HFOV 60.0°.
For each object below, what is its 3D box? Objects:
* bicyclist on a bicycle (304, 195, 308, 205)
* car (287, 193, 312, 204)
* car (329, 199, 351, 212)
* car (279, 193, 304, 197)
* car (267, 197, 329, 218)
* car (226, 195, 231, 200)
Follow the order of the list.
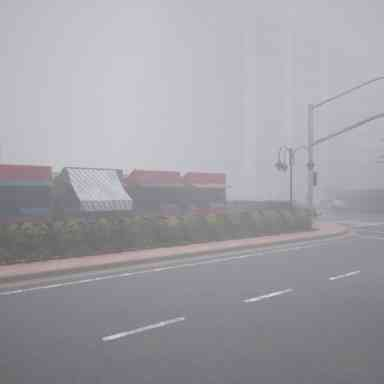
[{"bbox_3d":[15.563,1.246,44.947,1.656,1.620,0.582,0,0,-36],"label":"bicyclist on a bicycle"},{"bbox_3d":[19.031,1.114,59.142,1.905,1.878,3.866,0,0,-36],"label":"car"},{"bbox_3d":[15.228,1.470,37.094,1.812,1.442,4.674,0,0,-35],"label":"car"},{"bbox_3d":[16.640,1.114,57.430,1.905,1.878,3.866,0,0,-36],"label":"car"},{"bbox_3d":[8.538,1.436,28.249,2.128,1.511,4.902,0,0,-36],"label":"car"},{"bbox_3d":[2.755,1.166,36.235,2.150,2.045,5.566,0,0,-36],"label":"car"}]
